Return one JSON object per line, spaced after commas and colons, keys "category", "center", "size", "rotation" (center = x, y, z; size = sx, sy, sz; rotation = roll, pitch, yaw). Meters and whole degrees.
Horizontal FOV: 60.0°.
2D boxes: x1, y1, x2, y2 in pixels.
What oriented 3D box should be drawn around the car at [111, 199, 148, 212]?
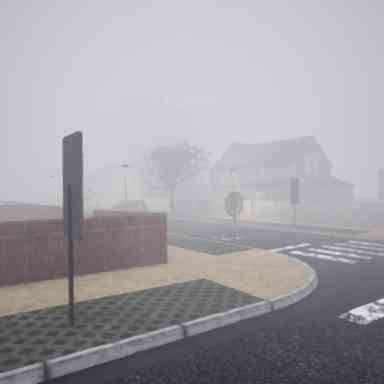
{"category": "car", "center": [-6.042, 1.479, 31.881], "size": [2.097, 1.767, 4.553], "rotation": [-1, 0, -37]}
